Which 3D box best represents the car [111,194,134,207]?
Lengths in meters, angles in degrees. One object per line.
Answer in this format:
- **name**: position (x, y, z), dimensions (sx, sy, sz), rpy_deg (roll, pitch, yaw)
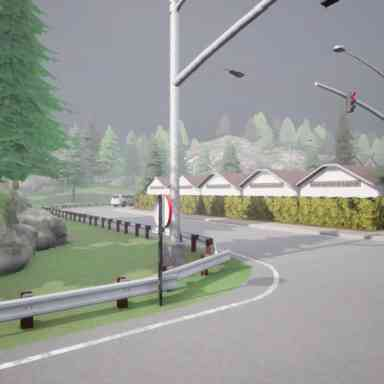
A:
- **car**: position (-10.518, 1.397, 53.859), dimensions (2.150, 2.045, 5.566), rpy_deg (0, 0, 36)
